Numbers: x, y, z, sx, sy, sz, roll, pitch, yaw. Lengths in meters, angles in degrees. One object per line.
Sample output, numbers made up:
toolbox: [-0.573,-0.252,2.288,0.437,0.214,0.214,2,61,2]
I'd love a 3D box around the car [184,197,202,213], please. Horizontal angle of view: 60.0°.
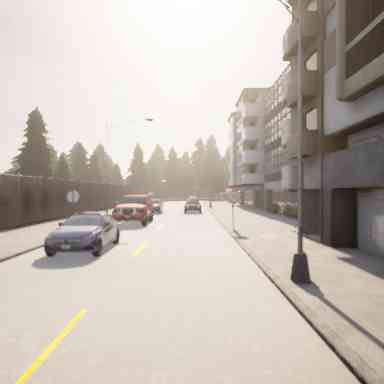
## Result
car: [0.102,1.585,36.525,1.895,1.301,4.718,0,0,0]

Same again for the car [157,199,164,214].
car: [-4.044,1.489,34.848,1.837,1.490,4.892,0,0,0]

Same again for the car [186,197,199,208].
car: [0.099,1.484,50.497,1.837,1.490,4.892,0,0,0]

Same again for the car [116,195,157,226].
car: [-4.053,1.211,23.775,2.150,2.045,5.566,0,0,0]

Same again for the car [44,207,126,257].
car: [-4.075,1.520,13.100,1.812,1.442,4.674,0,0,0]
